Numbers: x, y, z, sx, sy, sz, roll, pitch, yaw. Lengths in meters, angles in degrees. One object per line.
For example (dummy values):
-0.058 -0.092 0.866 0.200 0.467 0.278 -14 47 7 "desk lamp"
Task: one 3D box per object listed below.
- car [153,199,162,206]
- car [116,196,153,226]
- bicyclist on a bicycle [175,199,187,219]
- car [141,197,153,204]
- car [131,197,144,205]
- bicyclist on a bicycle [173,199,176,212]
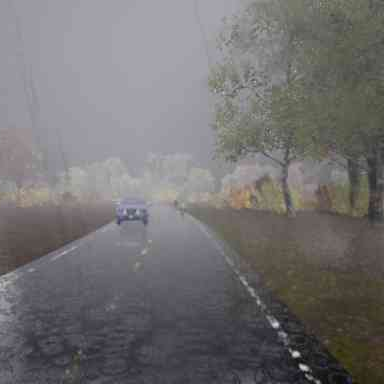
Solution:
-6.556 1.833 60.318 1.895 1.301 4.718 0 0 -12 "car"
-4.322 1.328 25.026 2.150 2.045 5.566 0 -1 -5 "car"
-0.801 1.559 29.518 0.866 1.612 1.509 0 0 -6 "bicyclist on a bicycle"
-10.222 1.878 75.163 1.895 1.301 4.718 0 0 -16 "car"
-10.606 1.797 64.564 2.033 1.411 5.357 0 0 -13 "car"
-1.831 1.607 37.941 0.582 1.620 1.656 0 0 -8 "bicyclist on a bicycle"
